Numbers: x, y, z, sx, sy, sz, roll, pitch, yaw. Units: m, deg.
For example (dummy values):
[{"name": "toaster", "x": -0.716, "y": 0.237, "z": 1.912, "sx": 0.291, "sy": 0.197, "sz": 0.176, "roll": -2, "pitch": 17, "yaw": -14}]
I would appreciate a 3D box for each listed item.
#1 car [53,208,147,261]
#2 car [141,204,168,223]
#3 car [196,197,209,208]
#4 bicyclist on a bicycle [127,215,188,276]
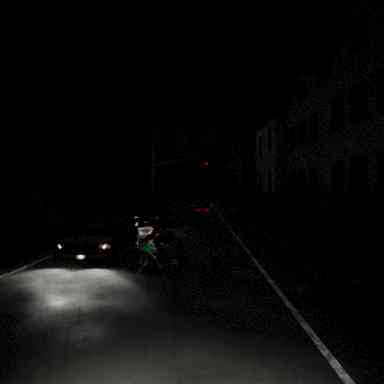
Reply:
[{"name": "car", "x": -3.254, "y": 1.547, "z": 12.568, "sx": 2.033, "sy": 1.411, "sz": 5.357, "roll": 0, "pitch": 0, "yaw": 1}, {"name": "car", "x": -2.837, "y": 1.546, "z": 24.047, "sx": 2.033, "sy": 1.411, "sz": 5.357, "roll": 0, "pitch": 0, "yaw": 2}, {"name": "car", "x": 1.503, "y": 1.491, "z": 47.571, "sx": 2.128, "sy": 1.511, "sz": 4.902, "roll": 0, "pitch": 0, "yaw": 2}, {"name": "bicyclist on a bicycle", "x": -0.939, "y": 1.452, "z": 8.939, "sx": 1.656, "sy": 1.620, "sz": 0.582, "roll": -2, "pitch": 0, "yaw": 2}]
